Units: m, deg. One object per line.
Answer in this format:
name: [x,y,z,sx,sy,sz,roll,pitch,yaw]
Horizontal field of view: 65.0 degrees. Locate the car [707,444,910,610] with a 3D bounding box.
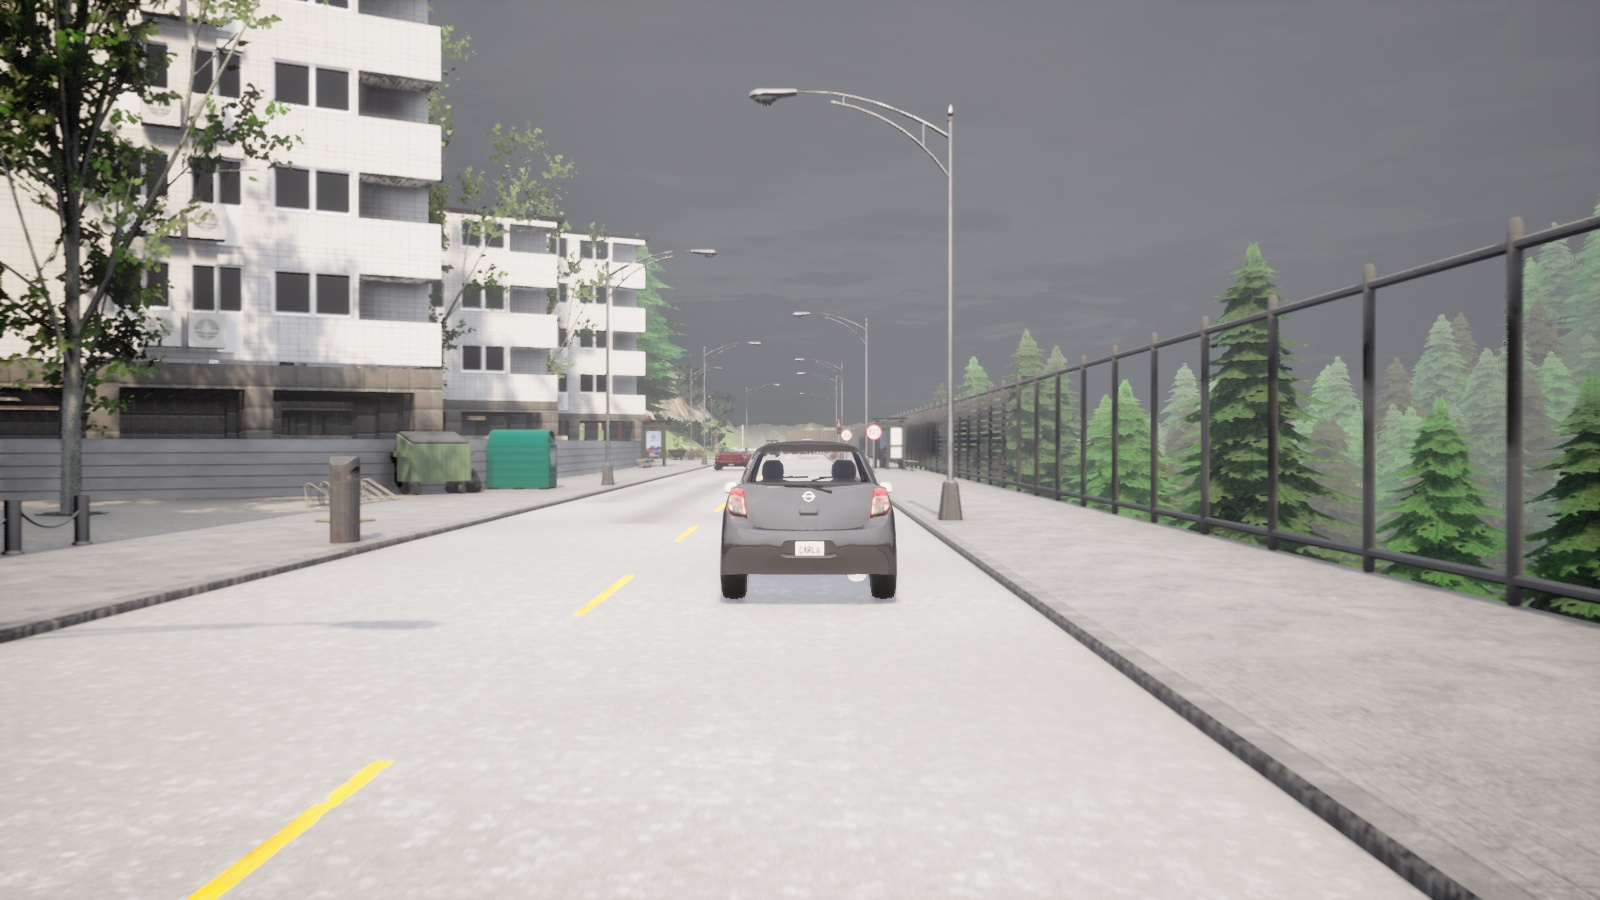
car: [0.086,0.686,13.191,1.845,1.501,3.633,0,0,0]

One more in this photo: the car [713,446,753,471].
car: [-3.621,0.460,68.193,1.895,1.301,4.718,0,0,0]
